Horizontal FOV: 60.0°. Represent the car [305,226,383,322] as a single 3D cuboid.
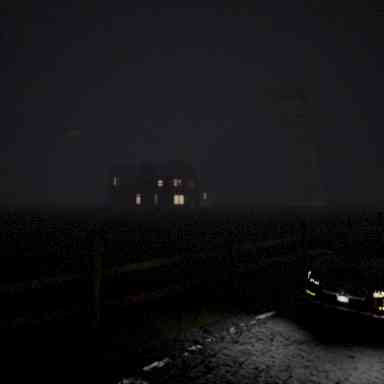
[{"bbox_3d":[4.278,1.558,7.321,4.892,1.490,1.837,0,-1,-44],"label":"car"}]
